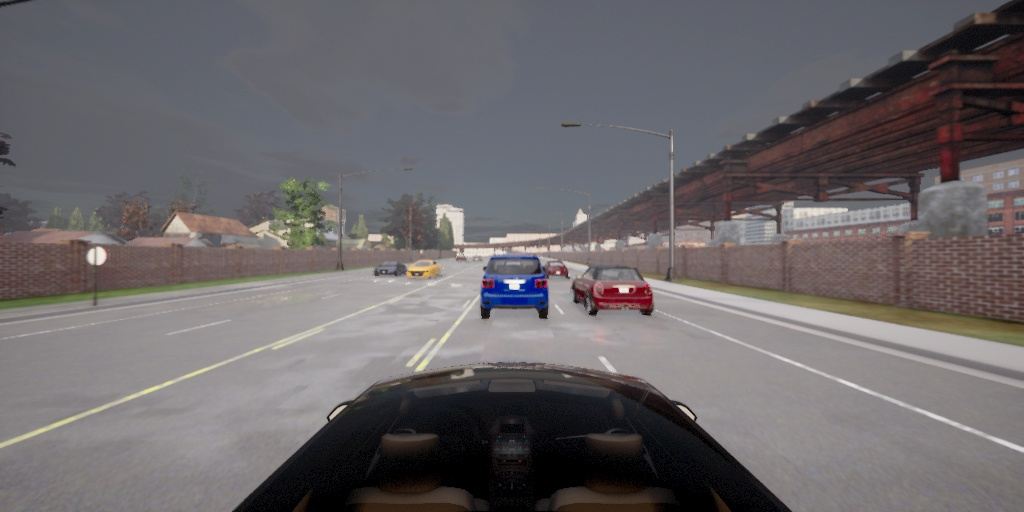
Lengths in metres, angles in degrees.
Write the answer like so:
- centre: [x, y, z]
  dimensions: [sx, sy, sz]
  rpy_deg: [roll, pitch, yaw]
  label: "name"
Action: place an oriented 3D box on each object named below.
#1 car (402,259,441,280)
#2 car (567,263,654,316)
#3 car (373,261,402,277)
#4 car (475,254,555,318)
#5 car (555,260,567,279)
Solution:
- centre: [-7.100, 1.056, 29.298]
  dimensions: [1.882, 1.535, 5.008]
  rpy_deg: [0, 1, 0]
  label: "car"
- centre: [3.583, 1.096, 13.582]
  dimensions: [2.097, 1.767, 4.553]
  rpy_deg: [0, 0, 0]
  label: "car"
- centre: [-10.598, 1.109, 31.591]
  dimensions: [1.994, 1.385, 4.181]
  rpy_deg: [0, 1, 0]
  label: "car"
- centre: [0.086, 0.966, 13.048]
  dimensions: [2.150, 2.045, 5.566]
  rpy_deg: [0, 0, 0]
  label: "car"
- centre: [3.588, 1.093, 30.057]
  dimensions: [1.812, 1.442, 4.674]
  rpy_deg: [0, 1, 0]
  label: "car"
